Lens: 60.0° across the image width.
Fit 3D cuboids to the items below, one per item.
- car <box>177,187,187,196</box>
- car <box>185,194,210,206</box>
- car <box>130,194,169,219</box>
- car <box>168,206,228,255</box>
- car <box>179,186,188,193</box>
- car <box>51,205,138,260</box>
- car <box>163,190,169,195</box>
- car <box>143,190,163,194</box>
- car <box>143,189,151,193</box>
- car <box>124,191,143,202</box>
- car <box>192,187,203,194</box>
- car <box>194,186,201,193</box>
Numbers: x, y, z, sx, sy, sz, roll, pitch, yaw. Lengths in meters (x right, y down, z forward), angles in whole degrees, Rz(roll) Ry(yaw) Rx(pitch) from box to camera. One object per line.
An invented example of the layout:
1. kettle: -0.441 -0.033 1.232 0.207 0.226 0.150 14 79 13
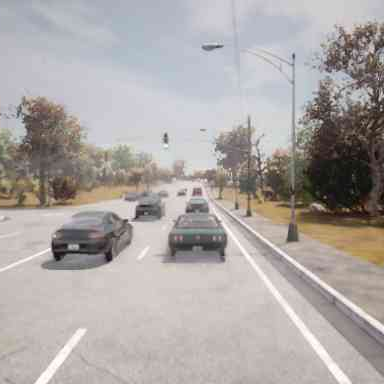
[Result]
1. car: -2.314 0.127 74.091 1.895 1.301 4.718 0 4 1
2. car: 0.419 1.183 26.293 1.812 1.442 4.674 0 1 1
3. car: -3.096 1.178 25.183 1.837 1.490 4.892 0 1 1
4. car: 0.207 1.437 12.512 1.895 1.301 4.718 0 1 1
5. car: -2.132 -0.679 84.082 1.895 1.301 4.718 0 4 1
6. car: -3.311 1.373 11.673 1.812 1.442 4.674 0 0 1
7. car: -5.904 0.324 69.187 1.882 1.535 5.008 0 3 1
8. car: -6.245 0.825 53.955 1.812 1.442 4.674 0 1 1
9. car: -9.400 0.189 69.442 2.097 1.767 4.553 0 3 1
10. car: -9.741 0.803 54.170 1.837 1.490 4.892 0 0 1
11. car: 1.178 -0.215 73.588 2.150 2.045 5.566 0 4 1
12. car: 1.367 -0.677 84.018 1.895 1.301 4.718 0 4 1
